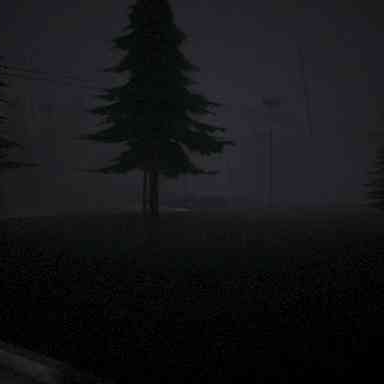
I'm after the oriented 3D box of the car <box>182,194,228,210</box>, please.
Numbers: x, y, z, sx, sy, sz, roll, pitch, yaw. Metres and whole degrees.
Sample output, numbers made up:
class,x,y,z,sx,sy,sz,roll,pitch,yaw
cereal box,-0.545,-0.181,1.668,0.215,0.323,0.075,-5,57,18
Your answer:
class,x,y,z,sx,sy,sz,roll,pitch,yaw
car,1.713,1.090,35.887,4.892,1.490,1.837,0,1,-36

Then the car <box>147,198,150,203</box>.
class,x,y,z,sx,sy,sz,roll,pitch,yaw
car,-3.619,0.933,44.441,4.902,1.511,2.128,0,1,-33

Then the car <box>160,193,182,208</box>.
class,x,y,z,sx,sy,sz,roll,pitch,yaw
car,-0.748,1.019,37.954,5.008,1.535,1.882,0,1,-33
